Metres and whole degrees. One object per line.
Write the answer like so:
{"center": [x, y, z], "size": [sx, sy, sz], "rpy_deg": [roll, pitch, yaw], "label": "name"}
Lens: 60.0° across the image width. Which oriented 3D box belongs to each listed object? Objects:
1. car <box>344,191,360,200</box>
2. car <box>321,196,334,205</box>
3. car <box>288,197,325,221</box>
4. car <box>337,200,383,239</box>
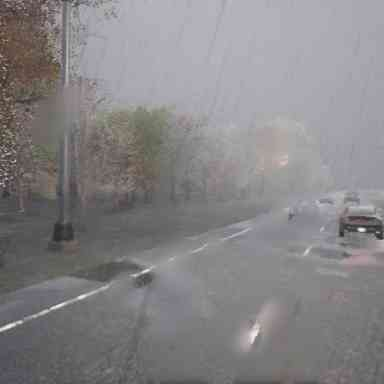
{"center": [25.482, 0.874, 52.965], "size": [2.150, 2.045, 5.566], "rpy_deg": [1, 1, 25], "label": "car"}
{"center": [20.696, 1.201, 51.023], "size": [1.895, 1.301, 4.718], "rpy_deg": [1, 1, 25], "label": "car"}
{"center": [8.491, 1.322, 25.025], "size": [2.033, 1.411, 5.357], "rpy_deg": [1, 1, 25], "label": "car"}
{"center": [8.575, 1.400, 16.966], "size": [1.837, 1.490, 4.892], "rpy_deg": [1, 1, 25], "label": "car"}
